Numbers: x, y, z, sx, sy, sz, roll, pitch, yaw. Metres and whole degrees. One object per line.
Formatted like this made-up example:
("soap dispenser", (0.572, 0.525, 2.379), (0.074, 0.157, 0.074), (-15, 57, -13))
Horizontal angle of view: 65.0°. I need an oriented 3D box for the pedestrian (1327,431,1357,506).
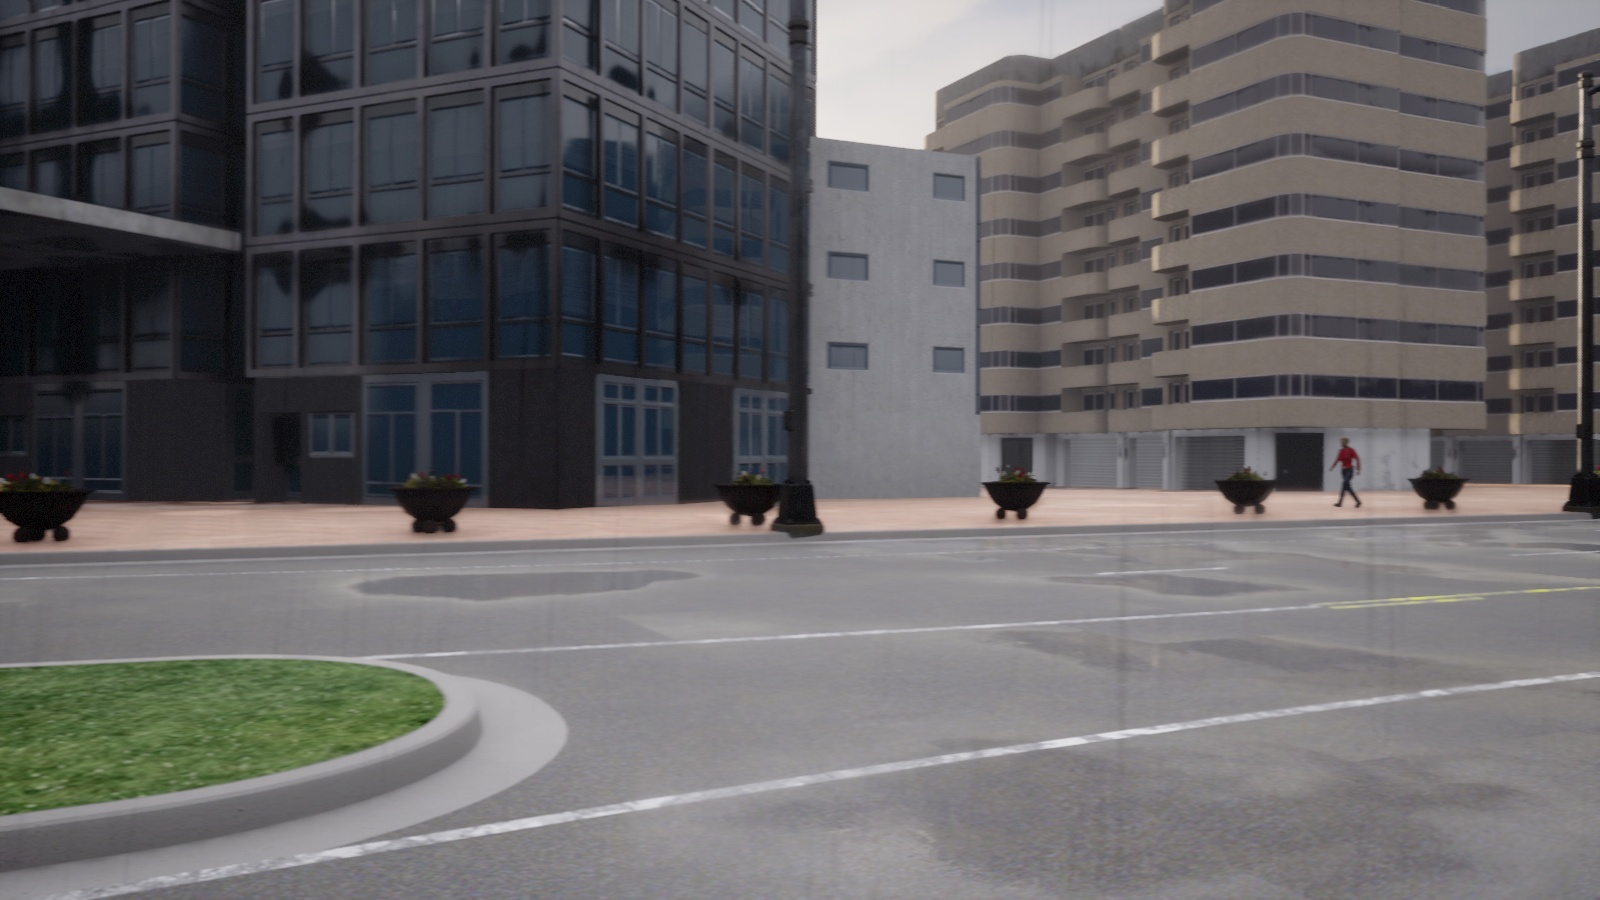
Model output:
("pedestrian", (13.411, 0.457, 31.080), (0.636, 1.846, 0.331), (0, 0, -22))
